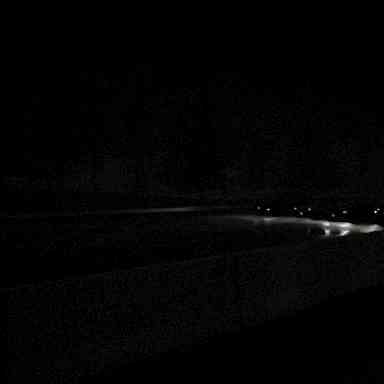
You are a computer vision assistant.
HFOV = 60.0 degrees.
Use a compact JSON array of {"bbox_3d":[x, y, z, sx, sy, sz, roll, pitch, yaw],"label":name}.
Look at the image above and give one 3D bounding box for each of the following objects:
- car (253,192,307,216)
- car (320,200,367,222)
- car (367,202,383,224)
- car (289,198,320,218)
[{"bbox_3d":[8.151,1.029,30.198,5.566,2.045,2.150,0,0,-30],"label":"car"},{"bbox_3d":[11.787,1.333,24.216,4.674,1.442,1.812,0,0,-30],"label":"car"},{"bbox_3d":[13.710,1.160,21.286,4.553,1.767,2.097,-1,0,-30],"label":"car"},{"bbox_3d":[10.625,1.400,27.596,4.718,1.301,1.895,-1,0,-30],"label":"car"}]
